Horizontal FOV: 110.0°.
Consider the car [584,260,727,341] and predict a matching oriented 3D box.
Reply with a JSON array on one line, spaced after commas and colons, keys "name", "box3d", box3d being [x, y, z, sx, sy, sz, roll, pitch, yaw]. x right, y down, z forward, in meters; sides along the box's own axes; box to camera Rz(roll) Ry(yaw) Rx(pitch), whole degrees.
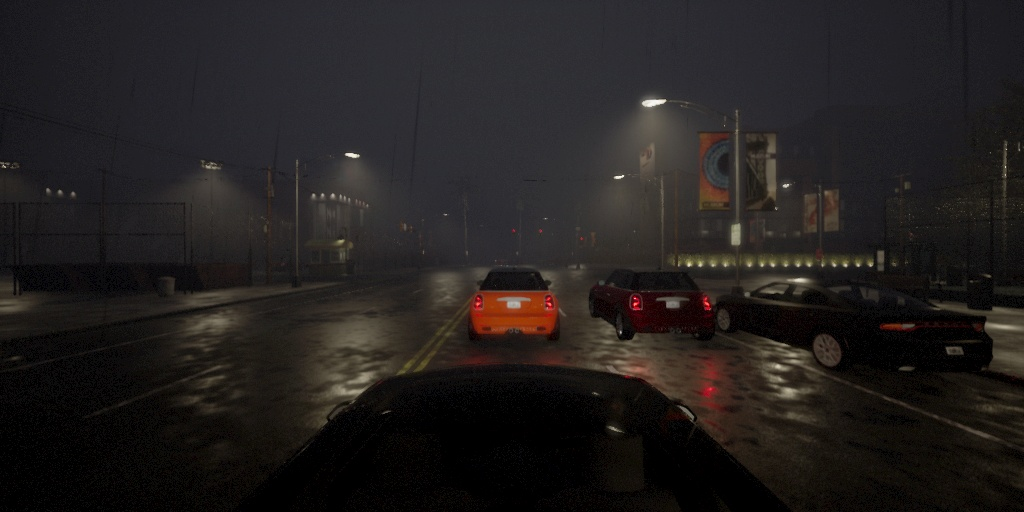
[{"name": "car", "box3d": [3.561, 1.090, 10.027, 2.097, 1.767, 4.553, 0, 0, 0]}]

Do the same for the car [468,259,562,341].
[{"name": "car", "box3d": [0.061, 1.090, 10.011, 2.097, 1.767, 4.553, 0, 0, 0]}]
